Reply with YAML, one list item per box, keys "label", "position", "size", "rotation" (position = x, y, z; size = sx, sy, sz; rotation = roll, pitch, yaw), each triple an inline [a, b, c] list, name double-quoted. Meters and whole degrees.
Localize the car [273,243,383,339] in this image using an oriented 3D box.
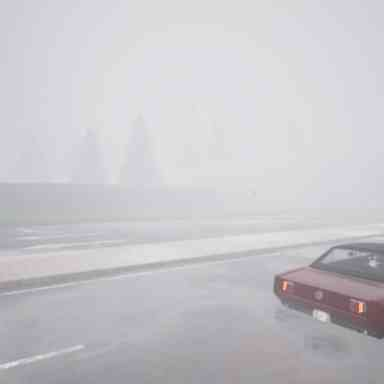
- label: "car"
  position: [3.836, 1.675, 6.480]
  size: [4.718, 1.301, 1.895]
  rotation: [1, 0, -35]
